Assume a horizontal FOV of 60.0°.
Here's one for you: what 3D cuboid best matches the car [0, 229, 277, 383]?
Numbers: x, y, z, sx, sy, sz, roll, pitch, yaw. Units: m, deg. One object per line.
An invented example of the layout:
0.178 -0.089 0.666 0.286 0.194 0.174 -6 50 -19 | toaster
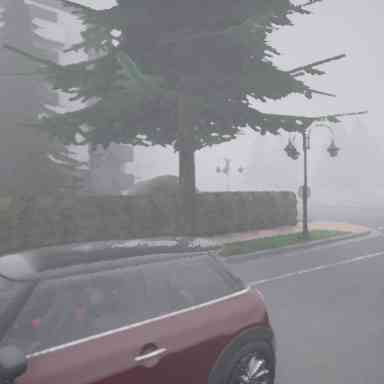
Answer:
-1.341 1.344 3.094 4.553 1.767 2.097 -1 1 -36 | car
